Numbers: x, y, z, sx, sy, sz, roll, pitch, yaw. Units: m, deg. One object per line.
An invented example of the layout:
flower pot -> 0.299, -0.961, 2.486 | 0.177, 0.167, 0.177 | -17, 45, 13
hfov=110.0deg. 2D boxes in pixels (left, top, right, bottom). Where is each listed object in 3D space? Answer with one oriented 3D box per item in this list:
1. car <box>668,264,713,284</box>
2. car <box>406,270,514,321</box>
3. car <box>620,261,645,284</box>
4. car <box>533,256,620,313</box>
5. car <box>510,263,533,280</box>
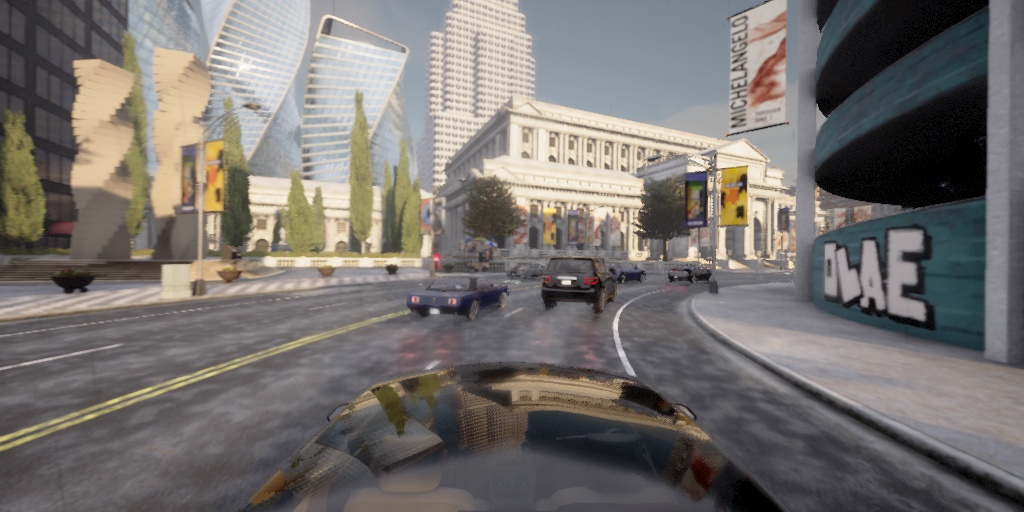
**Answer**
car -> 14.533, 1.429, 28.933 | 4.902, 1.511, 2.128 | 1, 0, -36
car -> -1.598, 1.333, 12.541 | 1.895, 1.301, 4.718 | 1, 0, 17
car -> 8.803, 1.217, 28.679 | 4.553, 1.767, 2.097 | 1, 0, -44
car -> 2.888, 1.010, 14.698 | 2.150, 2.045, 5.566 | 0, 0, 23
car -> 1.476, 1.338, 31.459 | 1.994, 1.385, 4.181 | 1, 0, 43
